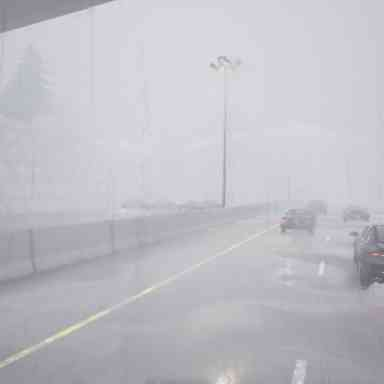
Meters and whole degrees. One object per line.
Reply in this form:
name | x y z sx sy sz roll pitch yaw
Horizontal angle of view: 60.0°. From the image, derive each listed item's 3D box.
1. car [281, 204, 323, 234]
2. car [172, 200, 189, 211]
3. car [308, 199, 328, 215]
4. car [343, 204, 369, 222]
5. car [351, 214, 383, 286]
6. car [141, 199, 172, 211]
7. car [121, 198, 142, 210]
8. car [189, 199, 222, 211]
car | 6.676 1.673 20.409 2.033 1.411 5.357 1 0 24
car | -0.132 1.644 40.194 1.895 1.301 4.718 1 0 24
car | 14.221 1.616 37.633 2.097 1.767 4.553 1 0 24
car | 14.009 1.776 28.431 1.812 1.442 4.674 1 0 24
car | 5.612 1.600 9.257 1.837 1.490 4.892 1 0 24
car | -3.815 1.587 40.523 1.895 1.301 4.718 1 0 24
car | -7.107 1.499 41.728 1.994 1.385 4.181 1 0 24
car | 1.790 1.545 35.882 1.882 1.535 5.008 1 0 24
